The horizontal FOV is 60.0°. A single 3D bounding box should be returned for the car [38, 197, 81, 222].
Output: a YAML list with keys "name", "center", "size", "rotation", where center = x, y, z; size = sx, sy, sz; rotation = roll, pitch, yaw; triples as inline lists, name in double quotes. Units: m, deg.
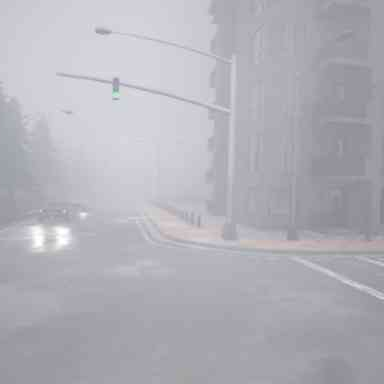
- name: "car"
  center: [-9.256, 1.263, 23.186]
  size: [1.895, 1.301, 4.718]
  rotation: [1, 0, -11]

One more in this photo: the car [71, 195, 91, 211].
- name: "car"
  center: [-11.287, 1.037, 33.215]
  size: [1.882, 1.535, 5.008]
  rotation: [2, 1, -11]
